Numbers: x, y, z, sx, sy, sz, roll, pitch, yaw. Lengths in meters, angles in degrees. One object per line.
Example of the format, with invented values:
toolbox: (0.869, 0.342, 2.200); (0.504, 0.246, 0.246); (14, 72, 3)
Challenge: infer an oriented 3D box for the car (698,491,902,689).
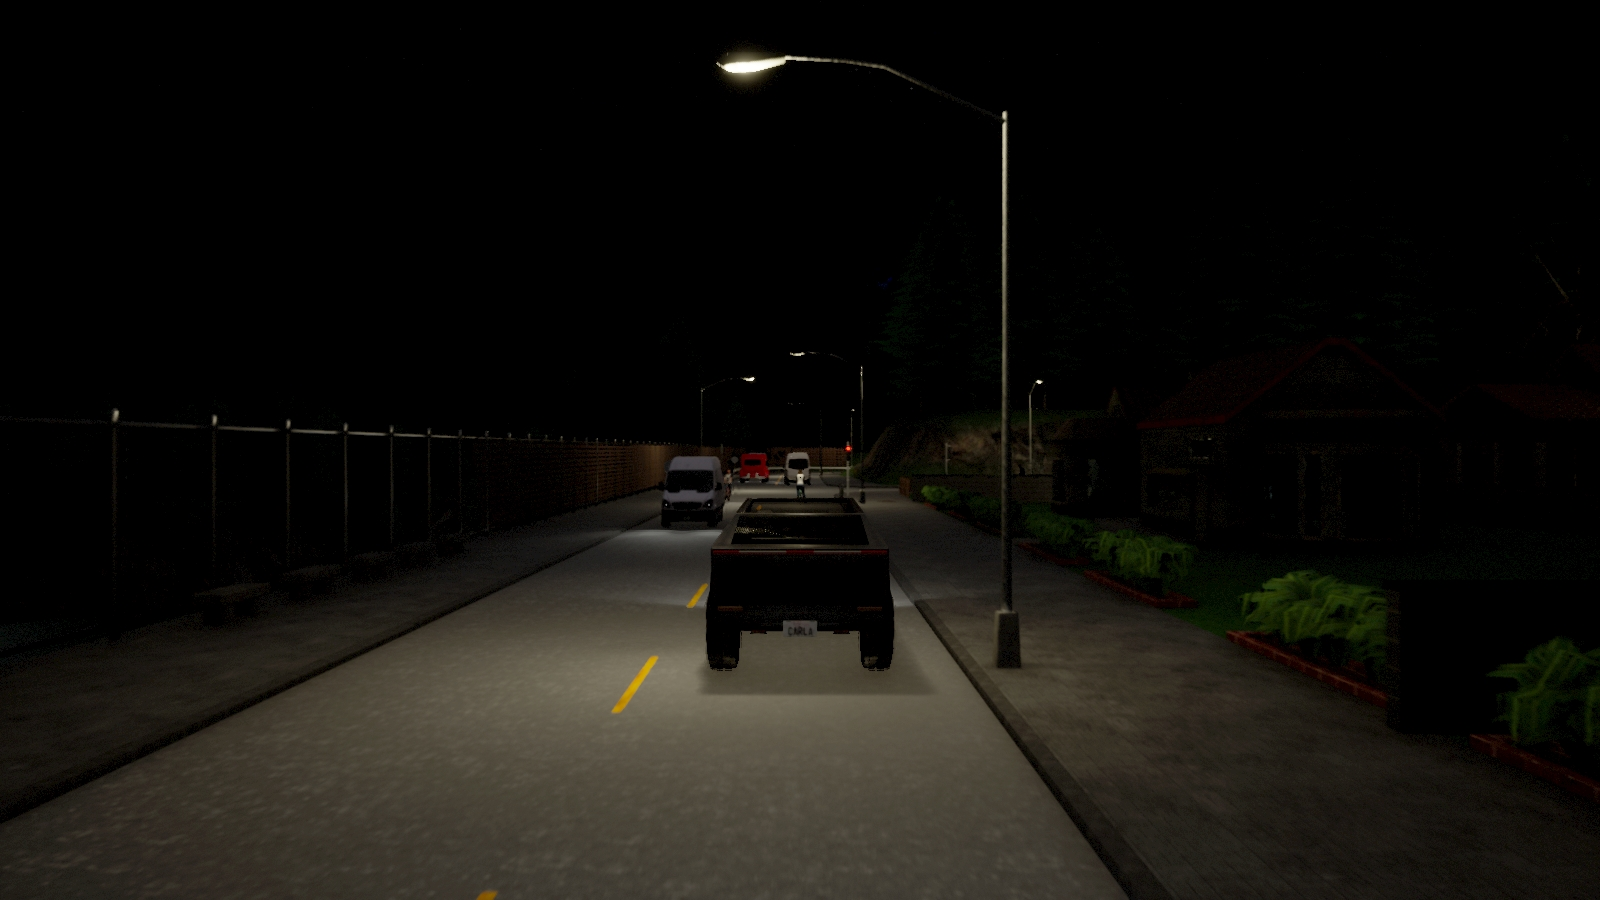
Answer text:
car: (0.001, 1.753, 16.533); (2.390, 2.098, 6.274); (0, 0, 0)

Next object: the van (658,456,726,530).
van: (-3.991, 1.535, 43.150); (1.988, 2.561, 5.915); (0, 0, 0)
